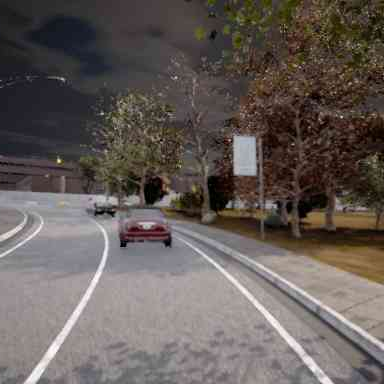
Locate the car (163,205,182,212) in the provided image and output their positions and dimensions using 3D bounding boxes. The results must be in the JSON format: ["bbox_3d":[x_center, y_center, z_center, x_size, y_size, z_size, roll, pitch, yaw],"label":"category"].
[{"bbox_3d":[-5.466,4.754,94.049,5.008,1.535,2.097,-5,-7,32],"label":"car"}]

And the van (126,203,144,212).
[{"bbox_3d":[-14.780,4.015,86.693,4.442,1.987,1.878,-5,-7,32],"label":"van"}]

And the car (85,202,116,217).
[{"bbox_3d":[-8.560,1.590,30.911,1.895,1.301,4.718,3,-1,-29],"label":"car"}]

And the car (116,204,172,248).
[{"bbox_3d":[-2.240,1.383,15.105,2.097,1.767,4.553,1,0,-13],"label":"car"}]
